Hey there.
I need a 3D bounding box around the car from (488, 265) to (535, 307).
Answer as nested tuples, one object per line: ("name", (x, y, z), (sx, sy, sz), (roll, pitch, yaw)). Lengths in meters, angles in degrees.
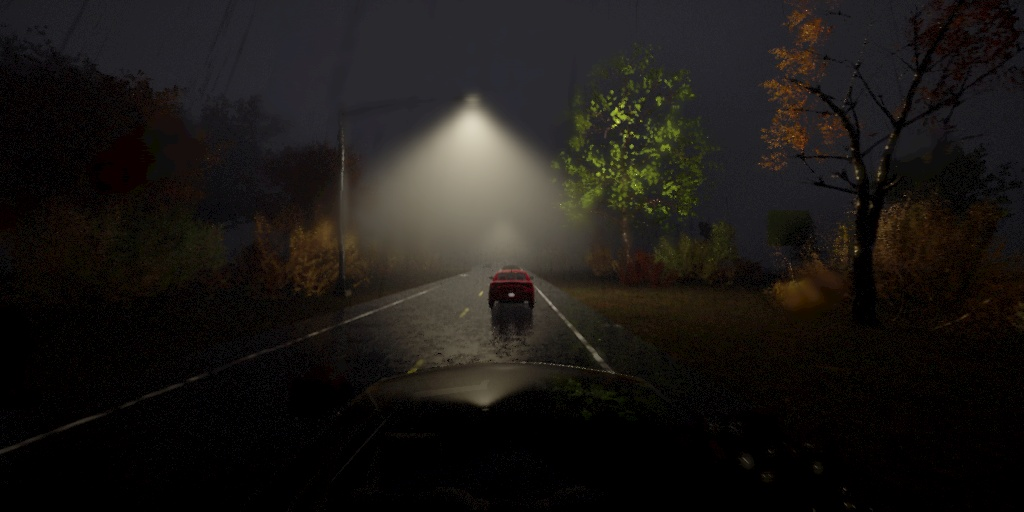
("car", (-0.019, 1.365, 16.348), (1.882, 1.535, 5.008), (0, 0, 0))
